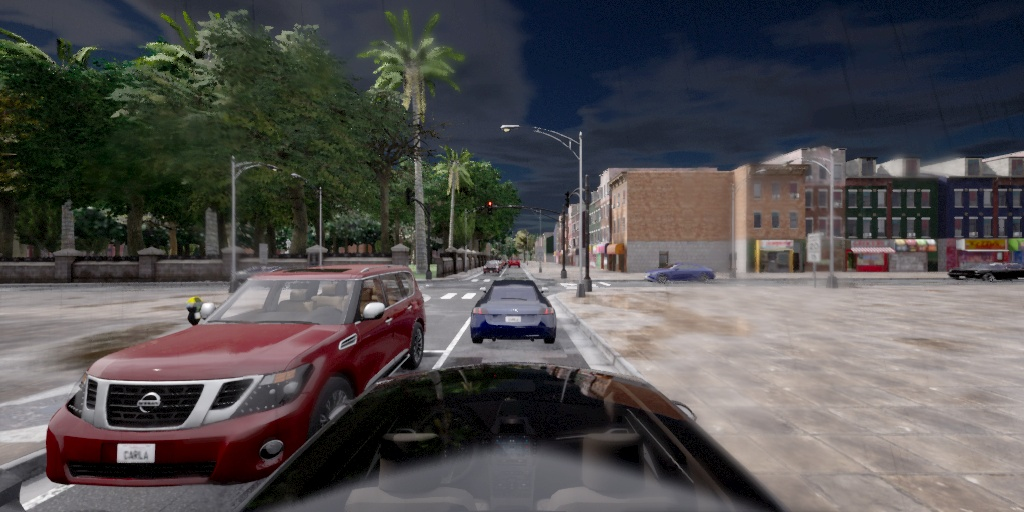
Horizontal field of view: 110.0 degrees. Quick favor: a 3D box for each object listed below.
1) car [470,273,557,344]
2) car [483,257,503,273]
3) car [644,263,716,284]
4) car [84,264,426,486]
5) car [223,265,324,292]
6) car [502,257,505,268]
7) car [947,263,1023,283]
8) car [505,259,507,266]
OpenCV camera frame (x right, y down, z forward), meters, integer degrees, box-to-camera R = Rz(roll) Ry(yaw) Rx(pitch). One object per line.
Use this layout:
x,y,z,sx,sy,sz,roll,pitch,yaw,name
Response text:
0.045,1.316,9.644,1.994,1.385,4.181,0,0,1,car
-2.385,1.269,43.175,1.967,1.591,4.097,0,0,0,car
11.806,1.198,25.311,4.674,1.442,1.812,-1,0,1,car
-2.621,1.065,5.029,2.192,1.841,5.009,0,0,0,car
-14.803,1.390,22.488,4.902,1.511,2.128,0,0,0,car
-2.349,1.291,48.862,1.967,1.591,4.097,0,0,0,car
33.887,1.153,25.190,4.718,1.301,1.895,0,0,0,car
-2.280,1.485,60.240,1.802,1.307,4.207,0,0,0,car
